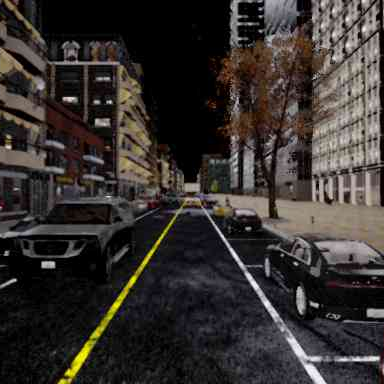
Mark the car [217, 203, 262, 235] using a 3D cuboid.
[{"bbox_3d":[2.715,1.522,18.204,2.008,1.369,4.403,1,0,0],"label":"car"}]

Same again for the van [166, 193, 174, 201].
[{"bbox_3d":[-5.609,1.220,85.048,1.690,1.788,3.998,1,0,0],"label":"van"}]

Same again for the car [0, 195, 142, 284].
[{"bbox_3d":[-3.082,1.204,9.908,2.150,2.045,5.566,0,0,0],"label":"car"}]

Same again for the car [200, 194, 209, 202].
[{"bbox_3d":[2.760,1.335,73.901,1.967,1.590,4.097,1,0,0],"label":"car"}]

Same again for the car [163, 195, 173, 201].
[{"bbox_3d":[-5.617,1.436,79.478,2.008,1.369,4.403,1,0,0],"label":"car"}]

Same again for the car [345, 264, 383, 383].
[{"bbox_3d":[2.702,1.543,1.495,1.887,1.381,4.507,1,0,0],"label":"car"}]

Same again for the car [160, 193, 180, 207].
[{"bbox_3d":[-3.038,1.146,49.805,2.150,2.045,5.566,0,0,0],"label":"car"}]

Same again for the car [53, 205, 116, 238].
[{"bbox_3d":[-5.665,1.519,18.212,2.008,1.369,4.403,1,0,0],"label":"car"}]

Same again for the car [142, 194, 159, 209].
[{"bbox_3d":[-5.643,1.251,40.491,2.192,1.841,5.009,1,0,0],"label":"car"}]

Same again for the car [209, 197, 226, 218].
[{"bbox_3d":[2.724,1.479,29.514,1.752,1.417,4.829,1,0,0],"label":"car"}]

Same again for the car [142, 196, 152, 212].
[{"bbox_3d":[-5.651,1.469,34.751,1.752,1.417,4.829,1,0,0],"label":"car"}]

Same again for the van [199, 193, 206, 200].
[{"bbox_3d":[2.775,1.217,90.610,1.690,1.788,3.998,1,0,0],"label":"van"}]

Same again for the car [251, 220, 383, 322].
[{"bbox_3d":[2.707,1.540,7.065,2.008,1.369,4.403,1,0,0],"label":"car"}]

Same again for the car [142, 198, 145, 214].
[{"bbox_3d":[-5.656,1.517,29.352,1.947,1.339,4.313,1,0,0],"label":"car"}]

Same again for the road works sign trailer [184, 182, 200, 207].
[{"bbox_3d":[0.028,0.388,48.319,2.380,3.560,2.880,0,0,0],"label":"road works sign trailer"}]

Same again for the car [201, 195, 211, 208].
[{"bbox_3d":[2.737,1.481,46.053,2.008,1.369,4.403,1,0,0],"label":"car"}]

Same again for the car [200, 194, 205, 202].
[{"bbox_3d":[2.742,1.474,51.621,2.008,1.369,4.403,1,0,0],"label":"car"}]

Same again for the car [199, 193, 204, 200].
[{"bbox_3d":[2.751,1.349,62.761,1.967,1.590,4.097,1,0,0],"label":"car"}]
